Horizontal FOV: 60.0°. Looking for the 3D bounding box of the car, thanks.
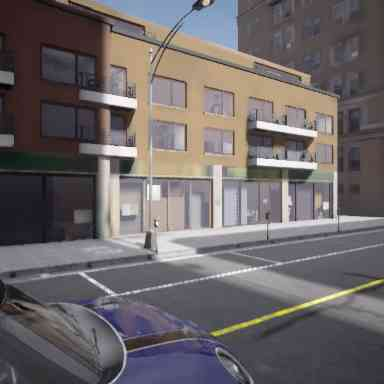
[{"bbox_3d":[-1.657,1.347,2.098,4.553,1.767,2.097,0,0,-35],"label":"car"}]
